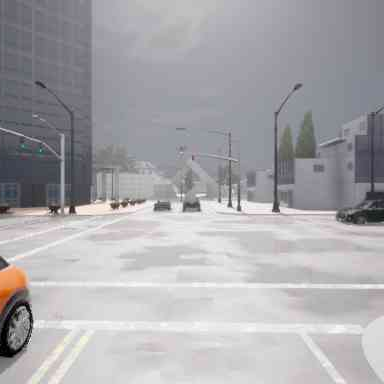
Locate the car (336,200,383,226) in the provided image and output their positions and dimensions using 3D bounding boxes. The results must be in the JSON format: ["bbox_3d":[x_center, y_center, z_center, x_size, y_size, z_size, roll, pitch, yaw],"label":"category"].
[{"bbox_3d":[12.519,1.345,23.239,4.553,1.767,2.097,0,0,-5],"label":"car"}]

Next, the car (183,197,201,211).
[{"bbox_3d":[0.004,1.352,41.602,2.097,1.767,4.553,0,0,0],"label":"car"}]

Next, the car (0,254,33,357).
[{"bbox_3d":[-3.460,1.350,3.018,2.097,1.767,4.553,0,0,2],"label":"car"}]

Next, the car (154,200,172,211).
[{"bbox_3d":[-3.619,1.601,41.646,1.895,1.301,4.718,0,0,0],"label":"car"}]
